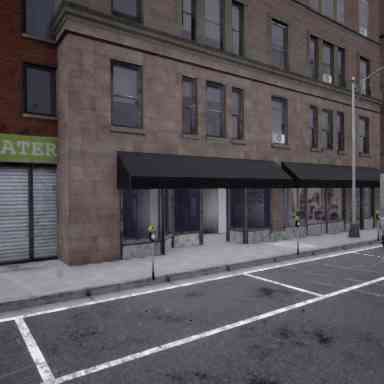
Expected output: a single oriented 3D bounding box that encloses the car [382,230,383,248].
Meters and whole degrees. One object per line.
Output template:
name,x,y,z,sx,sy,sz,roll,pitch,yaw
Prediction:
car,9.199,1.540,13.104,4.507,1.381,1.887,0,-1,-35
